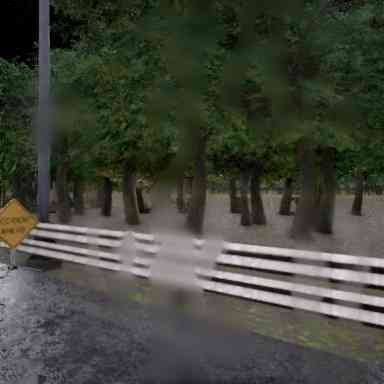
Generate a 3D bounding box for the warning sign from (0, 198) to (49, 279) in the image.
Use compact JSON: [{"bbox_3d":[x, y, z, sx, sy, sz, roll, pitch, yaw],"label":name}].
[{"bbox_3d":[-4.560,1.103,8.511,1.060,1.860,1.300,0,0,36],"label":"warning sign"}]
